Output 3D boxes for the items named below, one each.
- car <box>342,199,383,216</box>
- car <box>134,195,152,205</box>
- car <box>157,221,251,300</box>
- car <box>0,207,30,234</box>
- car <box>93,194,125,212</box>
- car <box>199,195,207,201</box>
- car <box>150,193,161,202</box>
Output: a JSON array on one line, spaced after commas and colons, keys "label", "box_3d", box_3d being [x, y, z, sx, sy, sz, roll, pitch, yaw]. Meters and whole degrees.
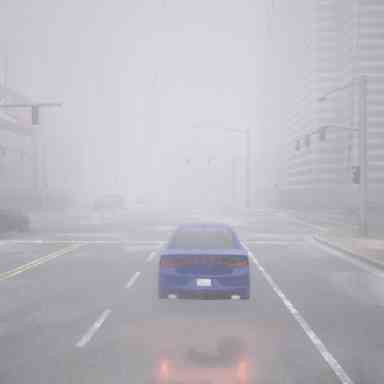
[{"label": "car", "box_3d": [17.234, 1.505, 32.367, 4.892, 1.490, 1.837, 0, 0, 2]}, {"label": "car", "box_3d": [-8.748, 1.563, 57.479, 1.994, 1.385, 4.181, 0, 0, 2]}, {"label": "car", "box_3d": [0.310, 1.478, 8.462, 1.882, 1.535, 5.008, 0, 0, 2]}, {"label": "car", "box_3d": [-10.090, 1.526, 17.005, 1.812, 1.442, 4.674, 0, 0, 2]}, {"label": "car", "box_3d": [-9.832, 1.221, 39.862, 2.150, 2.045, 5.566, 0, 0, 9]}, {"label": "car", "box_3d": [2.781, 1.524, 86.238, 1.812, 1.442, 4.674, 0, 0, 2]}, {"label": "car", "box_3d": [-8.161, 1.225, 72.901, 2.150, 2.045, 5.566, 0, 0, 2]}]
